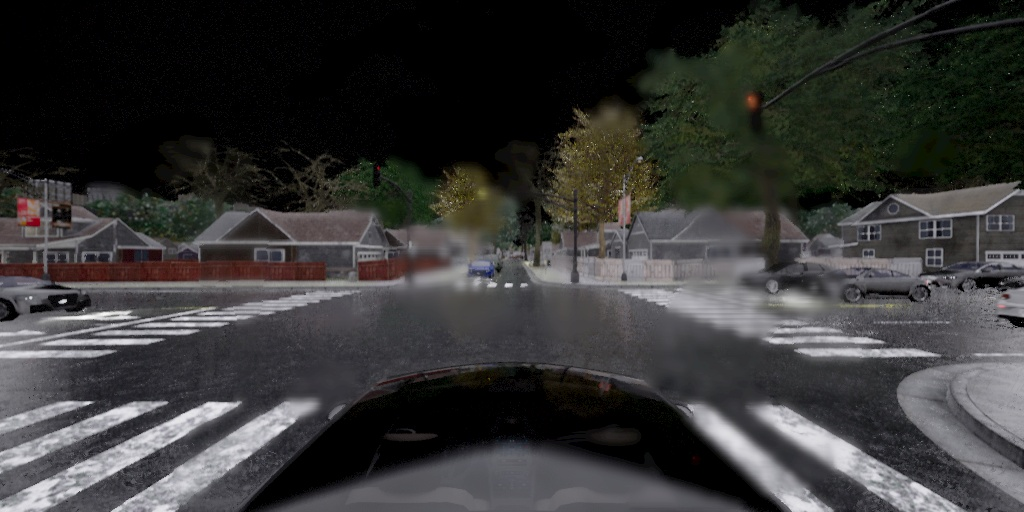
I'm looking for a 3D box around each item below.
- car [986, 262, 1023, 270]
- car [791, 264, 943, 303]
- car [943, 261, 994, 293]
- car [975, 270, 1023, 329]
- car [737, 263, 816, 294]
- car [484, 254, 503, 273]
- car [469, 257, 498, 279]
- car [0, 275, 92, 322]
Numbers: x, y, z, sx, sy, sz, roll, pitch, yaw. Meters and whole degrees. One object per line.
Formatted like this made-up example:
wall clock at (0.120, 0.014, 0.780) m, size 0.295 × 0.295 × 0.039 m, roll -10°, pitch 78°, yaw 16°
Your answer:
car at (23.954, 1.097, 14.937) m, size 5.357 × 1.411 × 2.033 m, roll 0°, pitch 0°, yaw 1°
car at (14.717, 1.164, 15.085) m, size 4.181 × 1.385 × 1.994 m, roll 0°, pitch 0°, yaw 1°
car at (23.593, 1.029, 18.194) m, size 4.902 × 1.511 × 2.128 m, roll 0°, pitch 0°, yaw 1°
car at (14.556, 1.156, 8.462) m, size 4.674 × 1.442 × 1.812 m, roll 0°, pitch 0°, yaw 1°
car at (14.263, 1.093, 18.333) m, size 4.892 × 1.490 × 1.837 m, roll 0°, pitch 0°, yaw 2°
car at (-2.397, 0.834, 41.662) m, size 2.150 × 2.045 × 5.566 m, roll 0°, pitch 0°, yaw 1°
car at (-2.592, 1.123, 31.427) m, size 1.882 × 1.535 × 5.008 m, roll 0°, pitch 0°, yaw 1°
car at (-17.120, 1.364, 12.144) m, size 4.181 × 1.385 × 1.994 m, roll 0°, pitch 0°, yaw 1°
